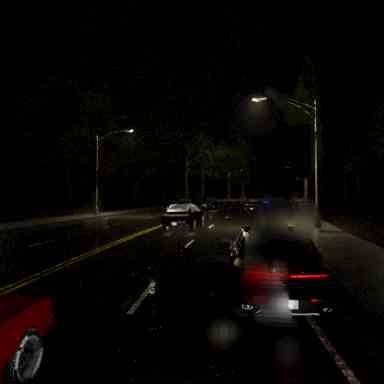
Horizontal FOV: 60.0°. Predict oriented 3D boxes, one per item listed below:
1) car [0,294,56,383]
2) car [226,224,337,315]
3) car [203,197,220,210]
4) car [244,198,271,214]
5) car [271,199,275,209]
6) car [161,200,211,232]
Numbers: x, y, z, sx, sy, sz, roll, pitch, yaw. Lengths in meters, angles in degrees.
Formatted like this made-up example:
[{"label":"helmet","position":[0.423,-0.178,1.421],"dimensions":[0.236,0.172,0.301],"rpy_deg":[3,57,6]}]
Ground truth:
[{"label":"car","position":[-2.880,1.603,2.394],"dimensions":[1.895,1.301,4.718],"rpy_deg":[0,0,3]},{"label":"car","position":[1.764,1.499,7.591],"dimensions":[1.837,1.490,4.892],"rpy_deg":[0,0,6]},{"label":"car","position":[2.241,1.425,42.348],"dimensions":[1.837,1.490,4.892],"rpy_deg":[-1,0,19]},{"label":"car","position":[6.503,1.375,34.045],"dimensions":[2.128,1.511,4.902],"rpy_deg":[-1,0,19]},{"label":"car","position":[9.645,1.412,43.550],"dimensions":[1.994,1.385,4.181],"rpy_deg":[-1,0,19]},{"label":"car","position":[-0.458,1.463,20.235],"dimensions":[2.128,1.511,4.902],"rpy_deg":[0,0,12]}]
